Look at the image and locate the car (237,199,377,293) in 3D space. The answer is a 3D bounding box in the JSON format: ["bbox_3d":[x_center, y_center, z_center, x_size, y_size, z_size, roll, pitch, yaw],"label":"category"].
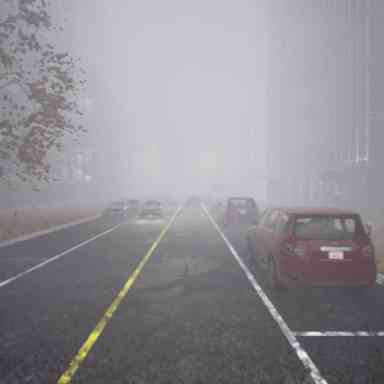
[{"bbox_3d":[2.695,1.248,8.607,2.192,1.841,5.009,0,0,0],"label":"car"}]

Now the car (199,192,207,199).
[{"bbox_3d":[2.697,0.757,82.601,1.967,1.590,4.097,0,1,0],"label":"car"}]

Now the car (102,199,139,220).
[{"bbox_3d":[-5.686,1.350,25.697,2.008,1.369,4.403,0,0,0],"label":"car"}]

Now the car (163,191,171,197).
[{"bbox_3d":[-5.685,1.011,65.541,1.887,1.381,4.507,0,0,0],"label":"car"}]

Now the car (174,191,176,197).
[{"bbox_3d":[-5.683,0.656,94.000,1.967,1.590,4.097,0,1,0],"label":"car"}]

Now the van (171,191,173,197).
[{"bbox_3d":[-5.684,0.758,71.232,1.690,1.788,3.998,0,0,0],"label":"van"}]

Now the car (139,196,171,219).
[{"bbox_3d":[-3.100,1.335,27.034,2.033,1.411,5.357,0,0,0],"label":"car"}]

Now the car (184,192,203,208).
[{"bbox_3d":[0.102,1.150,41.059,1.882,1.535,5.008,0,1,0],"label":"car"}]

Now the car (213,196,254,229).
[{"bbox_3d":[2.695,1.159,19.991,2.192,1.841,5.009,0,0,0],"label":"car"}]

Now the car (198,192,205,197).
[{"bbox_3d":[2.697,0.798,93.987,1.802,1.307,4.206,0,1,0],"label":"car"}]

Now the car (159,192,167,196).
[{"bbox_3d":[-5.685,1.114,54.157,2.008,1.369,4.403,0,0,0],"label":"car"}]

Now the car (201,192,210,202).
[{"bbox_3d":[2.696,1.080,59.836,1.947,1.339,4.313,0,0,0],"label":"car"}]

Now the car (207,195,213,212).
[{"bbox_3d":[2.694,1.277,31.546,1.752,1.417,4.829,0,0,0],"label":"car"}]

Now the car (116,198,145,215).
[{"bbox_3d":[-5.686,1.319,31.390,1.947,1.339,4.313,0,0,0],"label":"car"}]
